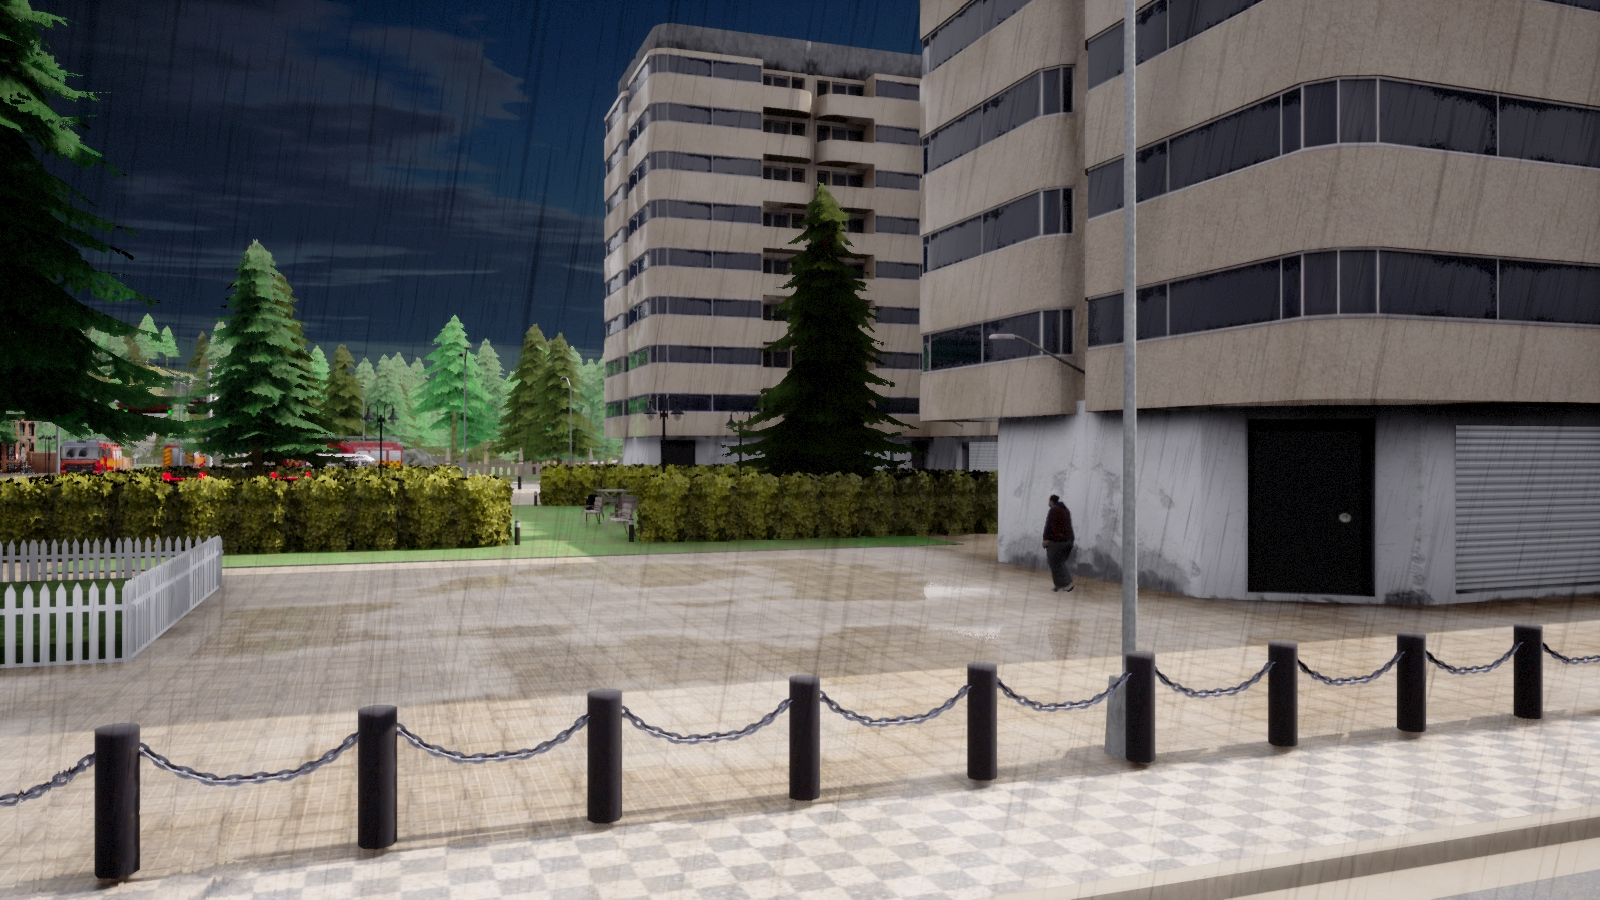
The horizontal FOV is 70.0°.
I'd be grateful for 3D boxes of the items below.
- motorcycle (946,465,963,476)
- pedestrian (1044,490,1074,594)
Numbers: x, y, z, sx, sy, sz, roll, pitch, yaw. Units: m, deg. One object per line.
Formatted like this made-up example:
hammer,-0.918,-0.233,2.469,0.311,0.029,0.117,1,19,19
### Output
motorcycle,16.084,2.131,119.009,0.803,1.199,2.033,0,0,-20
pedestrian,4.748,1.672,20.937,0.375,1.860,0.375,0,0,-43
